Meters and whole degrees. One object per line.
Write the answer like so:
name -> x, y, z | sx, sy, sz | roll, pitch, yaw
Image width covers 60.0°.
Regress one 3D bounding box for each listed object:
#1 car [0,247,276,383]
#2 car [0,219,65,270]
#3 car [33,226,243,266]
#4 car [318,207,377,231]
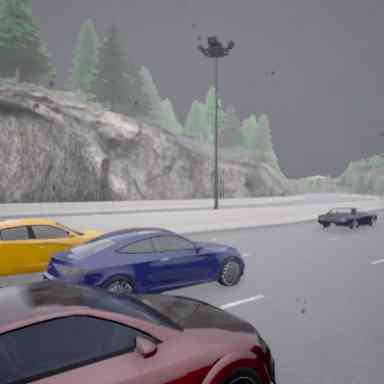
car -> -1.183, 1.571, 3.023 | 4.181, 1.385, 1.994 | 0, 0, -36
car -> -4.360, 1.498, 9.345 | 5.008, 1.535, 1.882 | 0, 0, -36
car -> -0.856, 1.537, 7.603 | 4.674, 1.442, 1.812 | 0, 0, -37
car -> 9.889, 1.608, 20.922 | 4.718, 1.301, 1.895 | 0, 0, -42
